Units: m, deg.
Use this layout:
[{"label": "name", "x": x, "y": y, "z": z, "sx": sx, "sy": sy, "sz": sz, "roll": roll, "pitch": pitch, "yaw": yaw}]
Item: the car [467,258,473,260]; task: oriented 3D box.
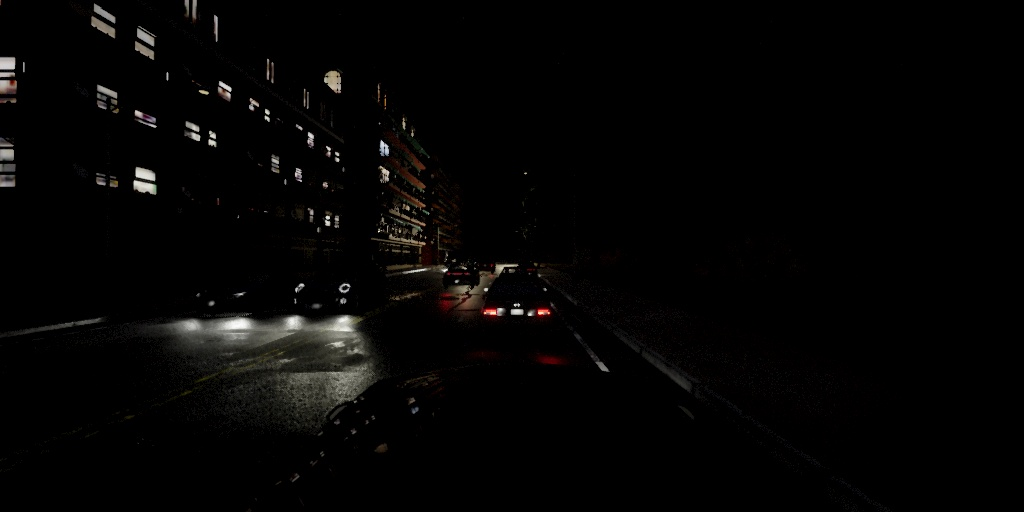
[{"label": "car", "x": -6.533, "y": 1.104, "z": 57.310, "sx": 2.097, "sy": 1.767, "sz": 4.553, "roll": 0, "pitch": 0, "yaw": 0}]

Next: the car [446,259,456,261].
[{"label": "car", "x": -9.781, "y": 1.243, "z": 57.688, "sx": 2.128, "sy": 1.511, "sz": 4.902, "roll": 0, "pitch": 0, "yaw": 0}]

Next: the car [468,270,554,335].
[{"label": "car", "x": 0.110, "y": 1.299, "z": 10.525, "sx": 2.033, "sy": 1.411, "sz": 5.357, "roll": 0, "pitch": 0, "yaw": 0}]

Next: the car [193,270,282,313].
[{"label": "car", "x": -9.840, "y": 1.277, "z": 14.072, "sx": 1.812, "sy": 1.442, "sz": 4.674, "roll": 0, "pitch": 0, "yaw": 0}]

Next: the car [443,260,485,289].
[{"label": "car", "x": -3.130, "y": 1.245, "z": 22.888, "sx": 2.128, "sy": 1.511, "sz": 4.902, "roll": 0, "pitch": 0, "yaw": 0}]

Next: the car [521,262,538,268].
[{"label": "car", "x": 1.165, "y": 1.259, "z": 30.653, "sx": 1.837, "sy": 1.490, "sz": 4.892, "roll": 0, "pitch": 0, "yaw": 0}]

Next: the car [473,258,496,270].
[{"label": "car", "x": -3.108, "y": 1.107, "z": 43.547, "sx": 2.097, "sy": 1.767, "sz": 4.553, "roll": 0, "pitch": 0, "yaw": 0}]

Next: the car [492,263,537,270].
[{"label": "car", "x": 0.118, "y": 1.300, "z": 20.886, "sx": 2.033, "sy": 1.411, "sz": 5.357, "roll": 0, "pitch": 0, "yaw": 0}]

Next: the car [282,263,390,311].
[{"label": "car", "x": -6.588, "y": 1.104, "z": 14.327, "sx": 2.097, "sy": 1.767, "sz": 4.553, "roll": 0, "pitch": 0, "yaw": 0}]
